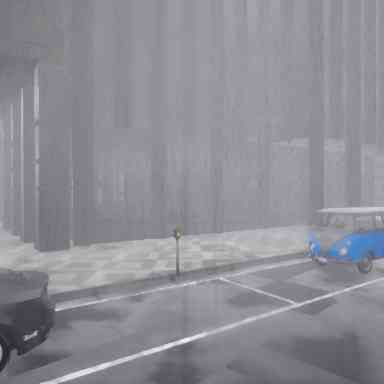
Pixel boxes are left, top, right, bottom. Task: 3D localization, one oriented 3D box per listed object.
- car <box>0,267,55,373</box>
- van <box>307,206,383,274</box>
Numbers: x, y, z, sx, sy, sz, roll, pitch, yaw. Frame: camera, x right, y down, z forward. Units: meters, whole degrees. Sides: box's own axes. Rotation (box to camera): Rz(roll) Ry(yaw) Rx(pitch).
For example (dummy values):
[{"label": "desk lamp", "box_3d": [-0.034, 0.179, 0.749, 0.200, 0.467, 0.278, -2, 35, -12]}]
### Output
[{"label": "car", "box_3d": [-3.916, 1.550, 3.744, 4.403, 1.369, 2.008, 0, 0, -35]}, {"label": "van", "box_3d": [5.281, 1.339, 10.306, 3.998, 1.788, 1.690, 0, 0, -35]}]
